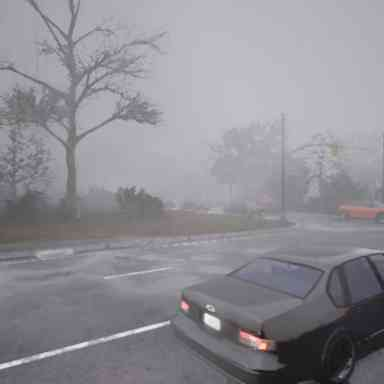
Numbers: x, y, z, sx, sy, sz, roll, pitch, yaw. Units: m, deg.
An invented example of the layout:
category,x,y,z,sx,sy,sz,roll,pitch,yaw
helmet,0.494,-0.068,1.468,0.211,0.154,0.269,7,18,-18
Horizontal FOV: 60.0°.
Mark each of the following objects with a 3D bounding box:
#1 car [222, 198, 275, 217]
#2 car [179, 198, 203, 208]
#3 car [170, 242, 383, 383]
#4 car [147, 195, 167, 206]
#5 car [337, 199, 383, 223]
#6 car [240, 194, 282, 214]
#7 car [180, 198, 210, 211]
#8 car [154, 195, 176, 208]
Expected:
category,x,y,z,sx,sy,sz,roll,pitch,yaw
car,5.076,1.561,32.109,2.033,1.411,5.357,0,0,-30
car,-0.189,1.657,49.349,1.994,1.385,4.181,0,0,-26
car,2.293,1.550,5.300,5.357,1.411,2.033,0,0,-35
car,-6.795,1.521,63.710,2.150,2.045,5.566,0,-1,-23
car,13.644,1.367,25.448,2.097,1.767,4.553,0,0,-37
car,7.184,1.244,35.477,2.150,2.045,5.566,0,-1,-29
car,0.395,1.547,40.604,1.837,1.490,4.892,0,0,-28
car,-4.134,1.457,49.529,2.097,1.767,4.553,0,0,-26
